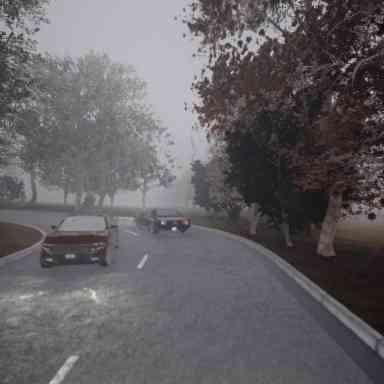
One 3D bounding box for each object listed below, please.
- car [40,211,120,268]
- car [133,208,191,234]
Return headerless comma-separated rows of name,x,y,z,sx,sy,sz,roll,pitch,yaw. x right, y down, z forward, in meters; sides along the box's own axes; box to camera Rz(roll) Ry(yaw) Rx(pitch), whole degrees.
car,-3.591,1.452,11.444,1.882,1.535,5.008,0,0,-7
car,-1.871,1.561,18.949,1.895,1.301,4.718,1,0,-26
